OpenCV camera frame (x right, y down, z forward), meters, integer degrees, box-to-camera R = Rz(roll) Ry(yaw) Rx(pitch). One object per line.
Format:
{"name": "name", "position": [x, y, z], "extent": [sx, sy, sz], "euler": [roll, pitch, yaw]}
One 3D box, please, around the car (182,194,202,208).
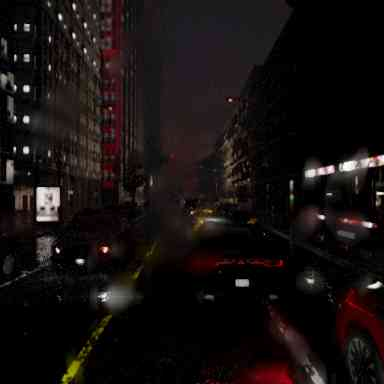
{"name": "car", "position": [-0.006, 1.402, 45.873], "extent": [1.882, 1.535, 5.008], "euler": [0, 0, 0]}

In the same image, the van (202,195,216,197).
{"name": "van", "position": [2.690, 1.264, 47.098], "extent": [1.690, 1.788, 3.998], "euler": [1, 0, 0]}

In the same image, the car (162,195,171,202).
{"name": "car", "position": [-5.701, 1.441, 75.414], "extent": [1.802, 1.307, 4.206], "euler": [1, 0, 0]}

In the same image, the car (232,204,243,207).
{"name": "car", "position": [2.695, 1.500, 18.985], "extent": [1.752, 1.417, 4.829], "euler": [1, 0, 0]}

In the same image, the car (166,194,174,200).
{"name": "car", "position": [-5.701, 1.270, 86.728], "extent": [1.967, 1.590, 4.097], "euler": [1, 0, 0]}

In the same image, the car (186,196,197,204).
{"name": "car", "position": [-0.016, 1.496, 60.036], "extent": [1.895, 1.301, 4.718], "euler": [0, 0, 0]}

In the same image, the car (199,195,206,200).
{"name": "car", "position": [2.677, 1.412, 86.695], "extent": [1.802, 1.307, 4.206], "euler": [1, 0, 0]}

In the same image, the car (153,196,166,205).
{"name": "car", "position": [-5.696, 1.481, 58.445], "extent": [1.802, 1.307, 4.206], "euler": [1, 0, 0]}

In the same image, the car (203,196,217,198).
{"name": "car", "position": [2.689, 1.499, 41.441], "extent": [1.947, 1.339, 4.313], "euler": [1, 0, 0]}

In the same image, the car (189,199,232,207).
{"name": "car", "position": [0.894, 1.431, 18.601], "extent": [1.801, 1.575, 5.366], "euler": [0, 0, 0]}

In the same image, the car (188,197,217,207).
{"name": "car", "position": [0.809, 1.421, 24.599], "extent": [1.801, 1.575, 5.366], "euler": [0, 0, 0]}

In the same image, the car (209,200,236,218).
{"name": "car", "position": [2.692, 1.506, 30.128], "extent": [2.008, 1.369, 4.403], "euler": [1, 0, 0]}

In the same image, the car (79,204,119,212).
{"name": "car", "position": [-5.686, 1.557, 18.846], "extent": [1.802, 1.307, 4.206], "euler": [1, 0, 0]}

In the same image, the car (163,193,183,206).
{"name": "car", "position": [-3.105, 1.131, 53.596], "extent": [2.150, 2.045, 5.566], "euler": [0, 0, 0]}

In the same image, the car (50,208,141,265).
{"name": "car", "position": [-3.104, 1.532, 11.885], "extent": [2.033, 1.411, 5.357], "euler": [0, 0, 0]}

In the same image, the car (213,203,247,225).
{"name": "car", "position": [2.693, 1.532, 24.471], "extent": [1.947, 1.339, 4.313], "euler": [1, 0, 0]}

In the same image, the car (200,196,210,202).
{"name": "car", "position": [2.681, 1.455, 69.724], "extent": [1.802, 1.307, 4.206], "euler": [1, 0, 0]}

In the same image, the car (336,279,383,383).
{"name": "car", "position": [2.702, 1.313, 1.844], "extent": [2.192, 1.841, 5.009], "euler": [1, 0, 0]}

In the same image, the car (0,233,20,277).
{"name": "car", "position": [-5.683, 1.536, 7.532], "extent": [1.887, 1.381, 4.507], "euler": [1, 0, 0]}

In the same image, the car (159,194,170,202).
{"name": "car", "position": [-5.697, 1.313, 69.757], "extent": [1.967, 1.590, 4.097], "euler": [1, 0, 0]}

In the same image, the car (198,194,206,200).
{"name": "car", "position": [2.676, 1.365, 92.351], "extent": [2.008, 1.369, 4.403], "euler": [1, 0, 0]}

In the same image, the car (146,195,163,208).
{"name": "car", "position": [-5.691, 1.363, 47.132], "extent": [1.967, 1.590, 4.097], "euler": [1, 0, 0]}

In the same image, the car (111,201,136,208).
{"name": "car", "position": [-5.687, 1.510, 24.502], "extent": [1.887, 1.381, 4.507], "euler": [1, 0, 0]}

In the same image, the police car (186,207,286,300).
{"name": "police car", "position": [0.897, 1.415, 8.520], "extent": [1.930, 1.638, 5.238], "euler": [0, 0, 0]}

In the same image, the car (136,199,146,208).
{"name": "car", "position": [-5.689, 1.521, 30.160], "extent": [1.947, 1.339, 4.313], "euler": [1, 0, 0]}
